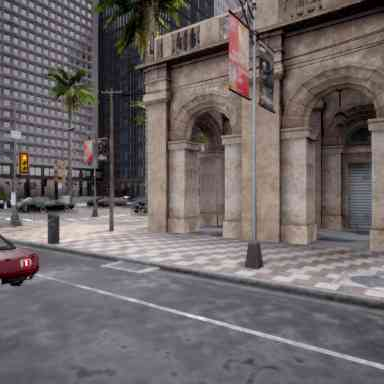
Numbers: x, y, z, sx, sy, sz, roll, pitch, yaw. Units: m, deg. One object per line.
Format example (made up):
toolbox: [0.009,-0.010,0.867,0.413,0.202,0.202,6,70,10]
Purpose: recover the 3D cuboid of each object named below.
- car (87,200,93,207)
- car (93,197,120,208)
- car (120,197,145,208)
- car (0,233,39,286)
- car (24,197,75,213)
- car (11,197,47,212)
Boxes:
car: [-13.928,1.513,51.276,2.161,1.482,4.786,0,0,35]
car: [-11.454,1.547,49.409,2.033,1.411,5.357,0,0,37]
car: [-7.592,1.492,48.789,2.128,1.511,4.902,0,0,36]
car: [-5.828,1.601,8.200,4.718,1.301,1.895,0,0,37]
car: [-15.779,1.601,37.430,1.895,1.301,4.718,0,0,36]
car: [-18.785,1.352,39.247,2.097,1.767,4.553,0,0,36]
